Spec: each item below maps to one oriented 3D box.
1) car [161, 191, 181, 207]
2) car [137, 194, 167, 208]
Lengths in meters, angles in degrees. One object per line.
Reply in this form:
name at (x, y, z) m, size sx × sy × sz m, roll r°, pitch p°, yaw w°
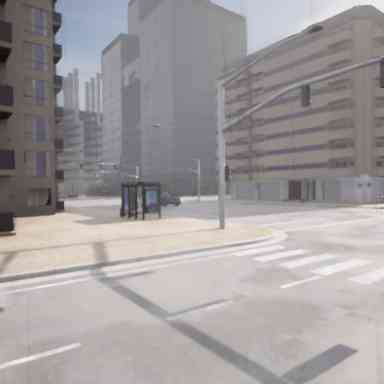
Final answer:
car at (-3.712, 0.911, 43.742) m, size 2.150 × 2.045 × 5.566 m, roll -1°, pitch 0°, yaw -36°
car at (-5.331, 1.271, 40.042) m, size 1.812 × 1.442 × 4.674 m, roll -1°, pitch 1°, yaw -36°
